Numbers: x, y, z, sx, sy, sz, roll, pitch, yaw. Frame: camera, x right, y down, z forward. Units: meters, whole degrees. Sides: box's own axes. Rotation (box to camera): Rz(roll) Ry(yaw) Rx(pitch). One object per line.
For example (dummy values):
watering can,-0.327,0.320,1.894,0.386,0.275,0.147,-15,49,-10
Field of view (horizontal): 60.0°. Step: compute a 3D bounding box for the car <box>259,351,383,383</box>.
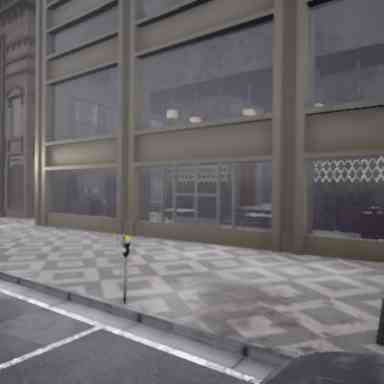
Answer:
car,2.274,1.553,1.447,4.403,1.369,2.008,0,1,36
